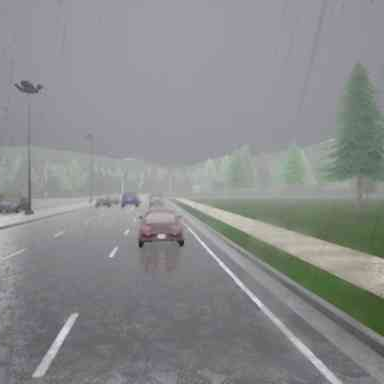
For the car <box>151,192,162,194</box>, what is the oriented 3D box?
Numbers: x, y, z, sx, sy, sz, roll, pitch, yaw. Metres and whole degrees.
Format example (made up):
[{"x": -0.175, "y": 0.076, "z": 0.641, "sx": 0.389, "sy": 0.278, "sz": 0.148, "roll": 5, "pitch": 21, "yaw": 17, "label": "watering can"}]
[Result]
[{"x": -5.991, "y": 0.982, "z": 55.760, "sx": 2.150, "sy": 2.045, "sz": 5.566, "roll": 0, "pitch": 0, "yaw": -7, "label": "car"}]

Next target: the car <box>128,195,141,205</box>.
[{"x": -9.465, "y": 1.261, "z": 55.348, "sx": 1.882, "sy": 1.535, "sz": 5.008, "roll": 0, "pitch": 0, "yaw": -7, "label": "car"}]

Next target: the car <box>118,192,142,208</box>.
[{"x": -8.306, "y": 1.049, "z": 45.050, "sx": 2.150, "sy": 2.045, "sz": 5.566, "roll": 0, "pitch": 0, "yaw": -6, "label": "car"}]

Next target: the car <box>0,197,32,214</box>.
[{"x": -18.774, "y": 1.289, "z": 35.202, "sx": 2.097, "sy": 1.767, "sz": 4.553, "roll": 0, "pitch": 0, "yaw": -6, "label": "car"}]

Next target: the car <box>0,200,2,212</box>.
[{"x": -22.331, "y": 1.557, "z": 35.530, "sx": 1.895, "sy": 1.301, "sz": 4.718, "roll": 0, "pitch": 0, "yaw": -6, "label": "car"}]

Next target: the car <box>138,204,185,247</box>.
[{"x": -1.372, "y": 1.462, "z": 14.589, "sx": 1.812, "sy": 1.442, "sz": 4.674, "roll": 0, "pitch": 0, "yaw": -6, "label": "car"}]

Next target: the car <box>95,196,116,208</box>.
[{"x": -11.812, "y": 1.354, "z": 44.925, "sx": 1.837, "sy": 1.490, "sz": 4.892, "roll": 0, "pitch": 0, "yaw": -6, "label": "car"}]

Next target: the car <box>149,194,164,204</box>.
[{"x": -4.863, "y": 1.329, "z": 45.772, "sx": 1.812, "sy": 1.442, "sz": 4.674, "roll": 0, "pitch": 0, "yaw": -6, "label": "car"}]

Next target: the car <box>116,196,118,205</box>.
[{"x": -12.939, "y": 1.370, "z": 54.927, "sx": 1.994, "sy": 1.385, "sz": 4.181, "roll": 0, "pitch": 0, "yaw": -7, "label": "car"}]
